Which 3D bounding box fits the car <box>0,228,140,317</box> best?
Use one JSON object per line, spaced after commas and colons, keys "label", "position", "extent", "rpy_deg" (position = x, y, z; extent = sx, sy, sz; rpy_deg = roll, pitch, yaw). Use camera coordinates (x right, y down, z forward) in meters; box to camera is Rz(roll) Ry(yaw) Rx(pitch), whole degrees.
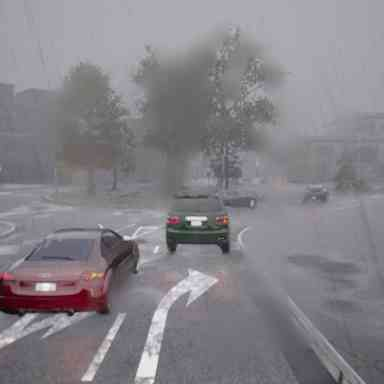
{"label": "car", "position": [-2.406, 1.488, 7.473], "extent": [1.994, 1.385, 4.181], "rpy_deg": [0, 1, 0]}

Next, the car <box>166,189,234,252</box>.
{"label": "car", "position": [0.379, 0.963, 13.070], "extent": [2.150, 2.045, 5.566], "rpy_deg": [0, 2, 5]}

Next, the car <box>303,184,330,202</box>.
{"label": "car", "position": [11.277, 0.017, 30.215], "extent": [1.837, 1.490, 4.892], "rpy_deg": [4, 6, 24]}

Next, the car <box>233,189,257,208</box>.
{"label": "car", "position": [2.792, 0.510, 24.363], "extent": [4.892, 1.490, 1.837], "rpy_deg": [-4, 6, -42]}
